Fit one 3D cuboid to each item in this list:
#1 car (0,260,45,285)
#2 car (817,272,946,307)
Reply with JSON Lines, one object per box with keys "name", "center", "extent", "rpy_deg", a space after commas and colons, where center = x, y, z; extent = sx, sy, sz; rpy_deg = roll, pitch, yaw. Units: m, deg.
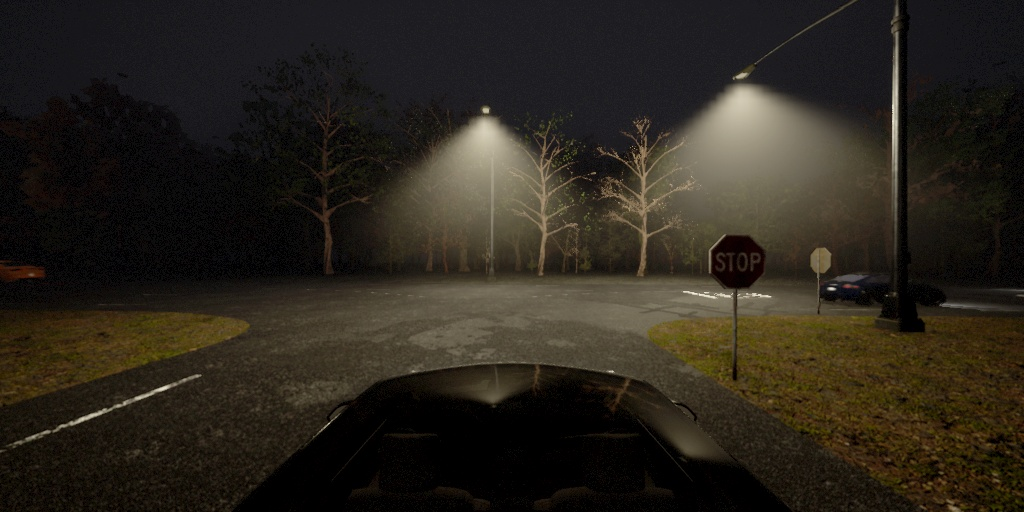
{"name": "car", "center": [-33.572, 1.046, 23.266], "extent": [5.008, 1.535, 1.882], "rpy_deg": [0, 0, 1]}
{"name": "car", "center": [15.961, 1.418, 15.632], "extent": [4.181, 1.385, 1.994], "rpy_deg": [0, 0, 0]}
